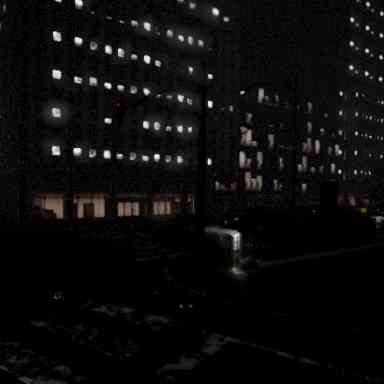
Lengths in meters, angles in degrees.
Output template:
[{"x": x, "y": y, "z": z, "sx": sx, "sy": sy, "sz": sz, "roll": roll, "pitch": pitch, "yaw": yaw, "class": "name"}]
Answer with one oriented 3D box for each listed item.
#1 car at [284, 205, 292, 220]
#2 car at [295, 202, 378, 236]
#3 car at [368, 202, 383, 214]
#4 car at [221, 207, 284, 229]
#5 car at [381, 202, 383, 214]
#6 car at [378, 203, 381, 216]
[{"x": 9.525, "y": 1.836, "z": 30.915, "sx": 4.403, "sy": 1.369, "sz": 2.008, "roll": 0, "pitch": 1, "yaw": -34, "class": "car"}, {"x": 9.297, "y": 1.700, "z": 21.208, "sx": 5.009, "sy": 1.841, "sz": 2.192, "roll": 0, "pitch": 1, "yaw": -34, "class": "car"}, {"x": 23.564, "y": 1.925, "z": 40.515, "sx": 4.313, "sy": 1.339, "sz": 1.947, "roll": 0, "pitch": 1, "yaw": -34, "class": "car"}, {"x": 4.273, "y": 1.815, "z": 24.339, "sx": 4.674, "sy": 1.442, "sz": 1.812, "roll": 0, "pitch": 1, "yaw": -34, "class": "car"}, {"x": 22.213, "y": 1.910, "z": 36.580, "sx": 4.674, "sy": 1.442, "sz": 1.812, "roll": 0, "pitch": 1, "yaw": -34, "class": "car"}, {"x": 18.744, "y": 1.859, "z": 37.219, "sx": 4.829, "sy": 1.417, "sz": 1.752, "roll": 0, "pitch": 1, "yaw": -34, "class": "car"}]
